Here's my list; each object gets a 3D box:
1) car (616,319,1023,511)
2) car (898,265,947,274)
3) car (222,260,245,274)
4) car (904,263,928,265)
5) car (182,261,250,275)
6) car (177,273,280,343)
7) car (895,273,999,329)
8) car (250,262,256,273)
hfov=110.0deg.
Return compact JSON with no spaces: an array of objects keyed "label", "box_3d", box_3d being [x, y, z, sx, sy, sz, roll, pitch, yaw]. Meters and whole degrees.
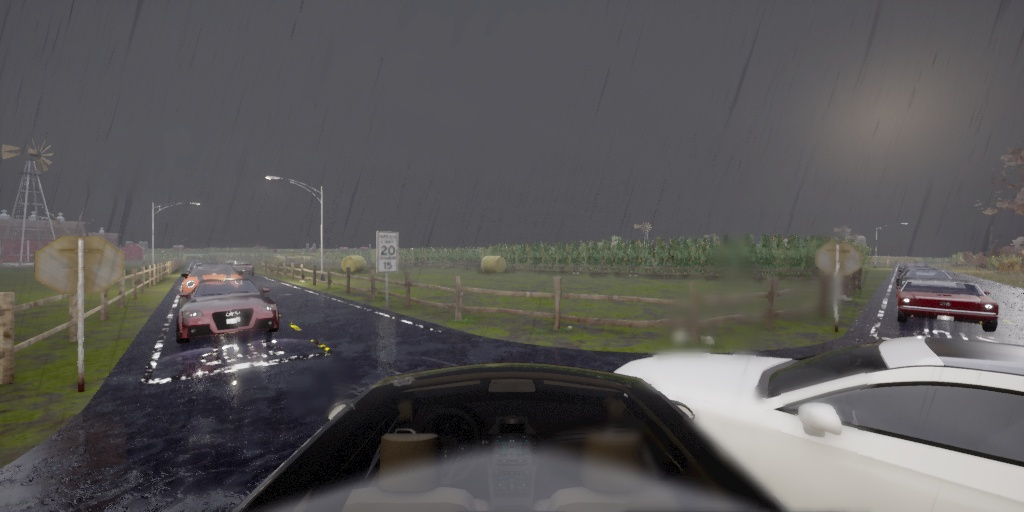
[{"label":"car","box_3d":[2.844,1.293,2.333,1.812,1.442,4.674,0,1,-44]},{"label":"car","box_3d":[20.644,1.355,17.909,5.357,1.411,2.033,0,1,-43]},{"label":"car","box_3d":[-33.583,1.293,43.193,1.837,1.490,4.892,0,0,-41]},{"label":"car","box_3d":[27.416,1.391,24.144,4.181,1.385,1.994,0,1,-43]},{"label":"car","box_3d":[-13.672,1.136,16.449,2.097,1.767,4.553,0,0,-42]},{"label":"car","box_3d":[-7.914,1.353,9.950,1.994,1.385,4.181,0,0,-42]},{"label":"car","box_3d":[13.548,1.393,11.365,4.718,1.301,1.895,0,1,-43]},{"label":"car","box_3d":[-26.883,1.274,35.716,2.128,1.511,4.902,0,0,-41]}]
